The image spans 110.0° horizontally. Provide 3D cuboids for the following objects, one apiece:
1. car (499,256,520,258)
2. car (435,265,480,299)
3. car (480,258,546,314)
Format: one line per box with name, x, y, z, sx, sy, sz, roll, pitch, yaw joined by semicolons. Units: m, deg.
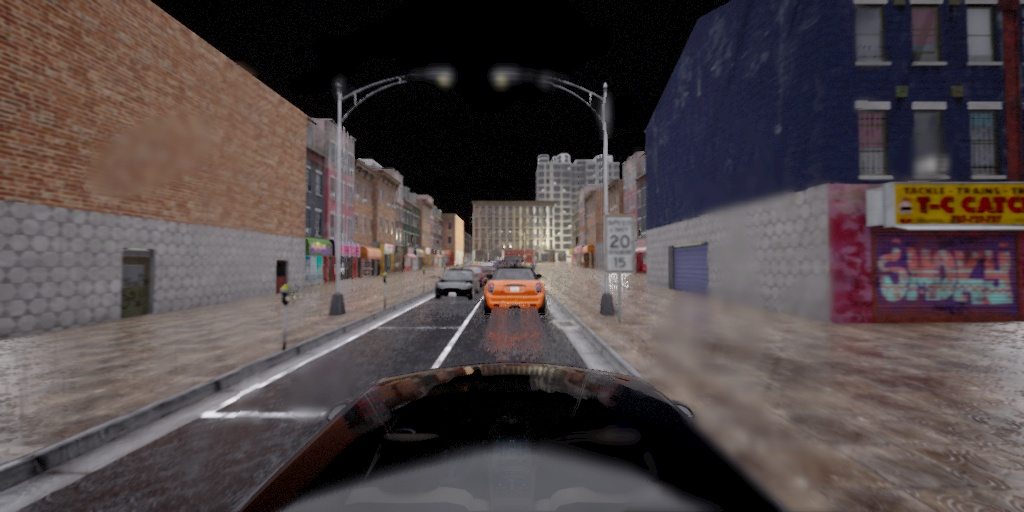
car;0.029;0.978;37.700;2.150;2.045;5.566;0;0;0
car;-2.647;1.316;18.066;1.948;1.339;4.313;0;0;0
car;0.091;1.101;13.818;2.097;1.767;4.553;0;0;0
